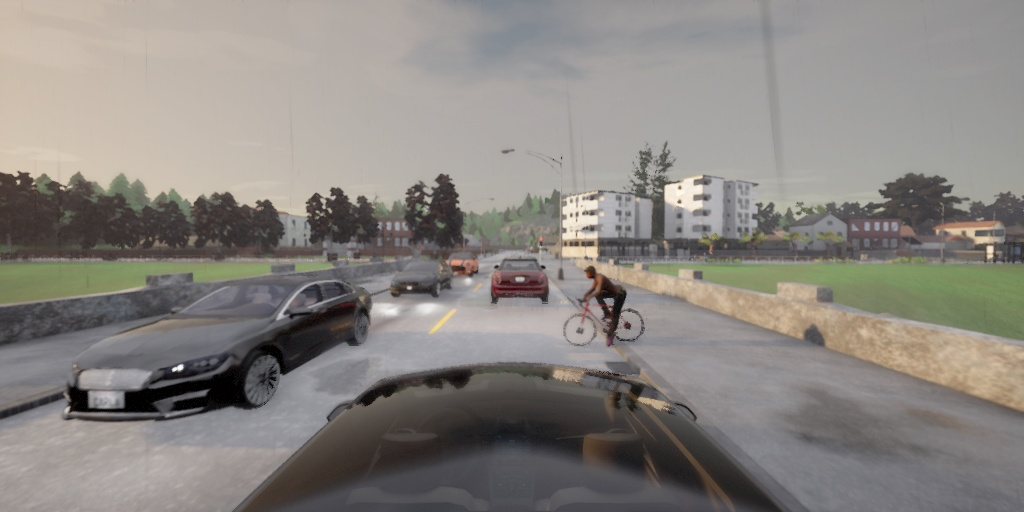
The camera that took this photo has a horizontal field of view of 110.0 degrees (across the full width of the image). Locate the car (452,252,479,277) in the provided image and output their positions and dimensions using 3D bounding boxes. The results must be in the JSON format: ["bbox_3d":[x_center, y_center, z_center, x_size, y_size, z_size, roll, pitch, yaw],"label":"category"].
[{"bbox_3d":[-3.644,0.511,25.787,2.097,1.767,4.553,0,1,1],"label":"car"}]

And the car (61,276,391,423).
[{"bbox_3d":[-4.036,1.129,6.052,2.128,1.511,4.902,0,1,1],"label":"car"}]

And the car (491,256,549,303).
[{"bbox_3d":[0.318,0.790,14.577,2.097,1.767,4.553,0,1,1],"label":"car"}]

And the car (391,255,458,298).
[{"bbox_3d":[-3.844,0.902,15.981,1.837,1.490,4.892,0,1,1],"label":"car"}]

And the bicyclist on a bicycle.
[{"bbox_3d":[1.813,1.006,7.257,1.656,1.620,0.582,-6,1,1],"label":"bicyclist on a bicycle"}]
